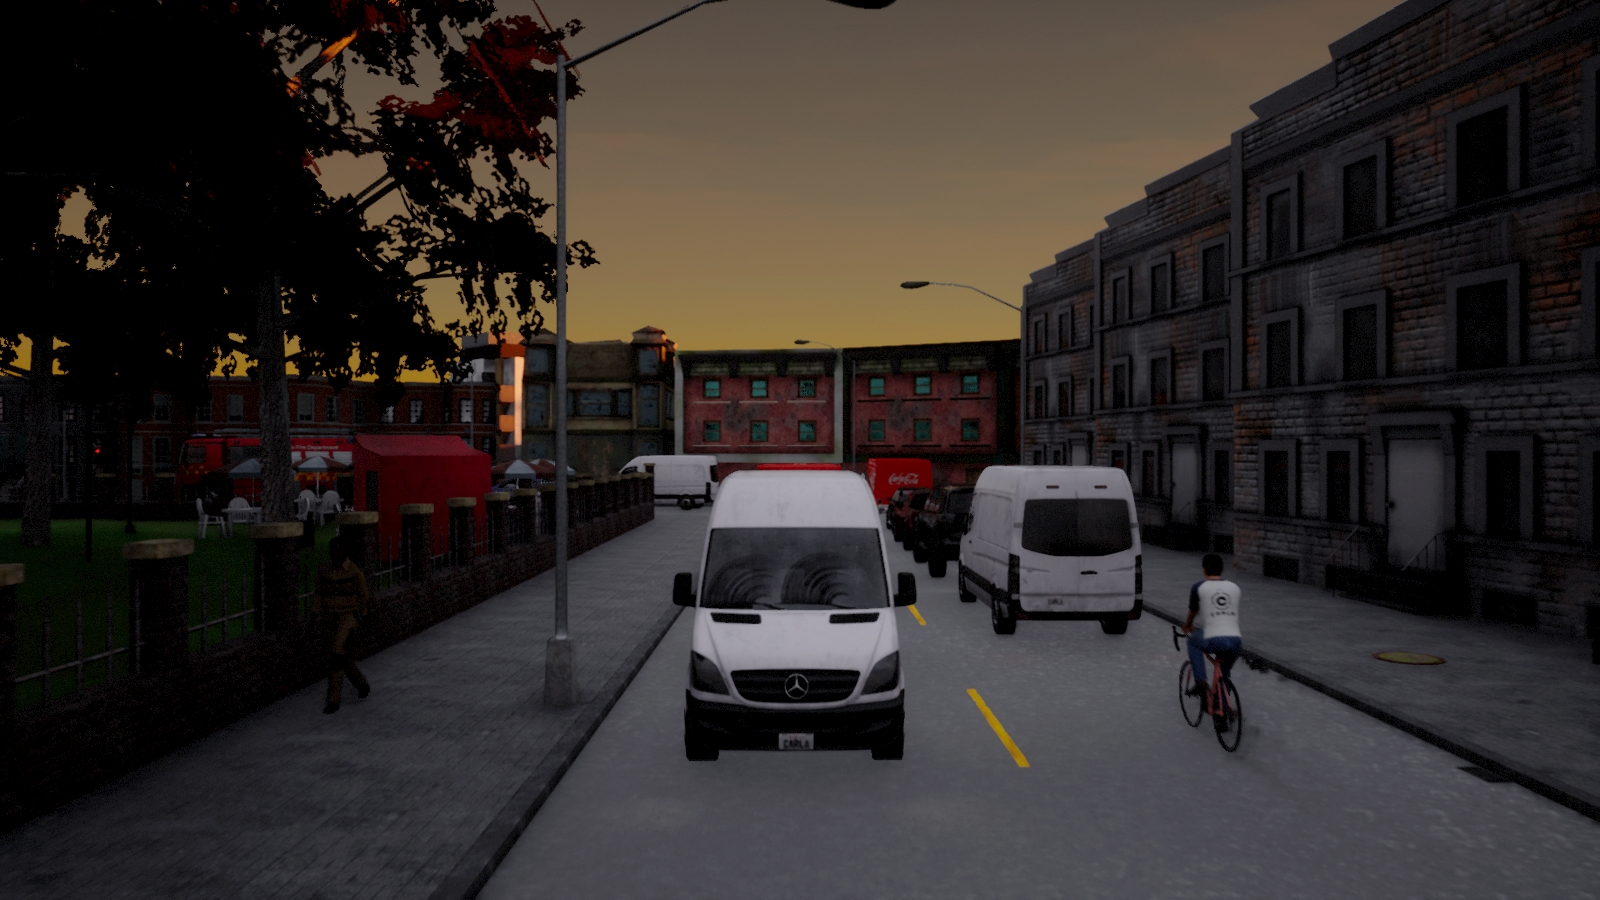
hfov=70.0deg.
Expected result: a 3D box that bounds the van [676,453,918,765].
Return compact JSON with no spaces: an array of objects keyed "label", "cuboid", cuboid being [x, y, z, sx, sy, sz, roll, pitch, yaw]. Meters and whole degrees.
[{"label":"van","cuboid":[-0.048,1.315,12.372,1.988,2.561,5.915,0,0,0]}]

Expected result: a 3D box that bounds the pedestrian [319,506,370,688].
[{"label":"pedestrian","cuboid":[-4.782,1.525,11.994,0.375,1.860,0.375,0,0,2]}]

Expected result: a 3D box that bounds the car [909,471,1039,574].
[{"label":"car","cuboid":[3.902,1.560,26.623,2.150,2.045,5.566,0,0,0]}]

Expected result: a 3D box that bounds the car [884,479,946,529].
[{"label":"car","cuboid":[3.896,1.807,39.216,1.789,1.549,3.705,0,0,0]}]

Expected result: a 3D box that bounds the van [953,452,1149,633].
[{"label":"van","cuboid":[3.963,1.315,19.200,1.988,2.561,5.915,0,0,0]}]

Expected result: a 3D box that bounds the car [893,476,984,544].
[{"label":"car","cuboid":[3.949,1.686,33.418,2.097,1.767,4.553,0,0,0]}]

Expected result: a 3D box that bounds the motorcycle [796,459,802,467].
[{"label":"motorcycle","cuboid":[-0.163,1.965,178.589,0.856,1.236,1.805,0,0,0]}]

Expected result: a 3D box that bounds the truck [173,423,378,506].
[{"label":"truck","cuboid":[-24.982,0.671,54.665,8.468,3.827,2.891,0,0,-1]}]

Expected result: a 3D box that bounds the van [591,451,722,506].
[{"label":"van","cuboid":[-6.832,1.316,54.552,5.915,2.561,1.988,0,0,10]}]

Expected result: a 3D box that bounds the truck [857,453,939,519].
[{"label":"truck","cuboid":[3.824,1.350,45.585,2.627,2.467,5.204,0,0,-2]}]
